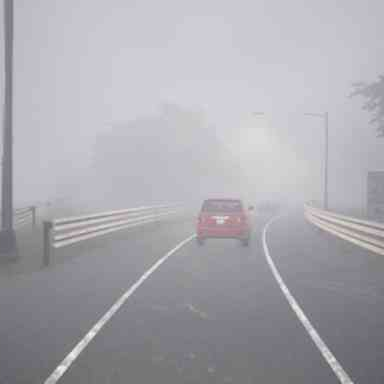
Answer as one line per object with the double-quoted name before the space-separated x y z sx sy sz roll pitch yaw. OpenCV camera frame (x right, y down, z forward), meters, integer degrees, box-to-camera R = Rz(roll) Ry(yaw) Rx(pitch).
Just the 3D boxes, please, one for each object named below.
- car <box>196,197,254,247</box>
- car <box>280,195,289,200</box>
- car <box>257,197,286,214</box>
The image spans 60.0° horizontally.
"car" 1.623 1.229 15.431 2.150 2.045 5.566 0 0 11
"car" 25.306 1.526 91.434 2.033 1.411 5.357 0 0 6
"car" 8.417 1.572 35.925 2.033 1.411 5.357 0 0 25
